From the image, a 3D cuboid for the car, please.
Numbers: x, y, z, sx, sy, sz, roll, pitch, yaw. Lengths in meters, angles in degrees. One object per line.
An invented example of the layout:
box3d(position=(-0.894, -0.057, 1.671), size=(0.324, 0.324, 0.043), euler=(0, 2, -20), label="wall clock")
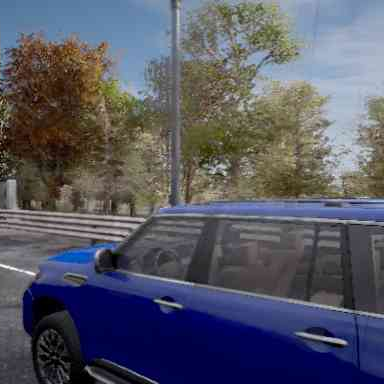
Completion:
box3d(position=(0.533, 1.068, 3.326), size=(5.566, 2.045, 2.150), euler=(0, 0, 38), label="car")
